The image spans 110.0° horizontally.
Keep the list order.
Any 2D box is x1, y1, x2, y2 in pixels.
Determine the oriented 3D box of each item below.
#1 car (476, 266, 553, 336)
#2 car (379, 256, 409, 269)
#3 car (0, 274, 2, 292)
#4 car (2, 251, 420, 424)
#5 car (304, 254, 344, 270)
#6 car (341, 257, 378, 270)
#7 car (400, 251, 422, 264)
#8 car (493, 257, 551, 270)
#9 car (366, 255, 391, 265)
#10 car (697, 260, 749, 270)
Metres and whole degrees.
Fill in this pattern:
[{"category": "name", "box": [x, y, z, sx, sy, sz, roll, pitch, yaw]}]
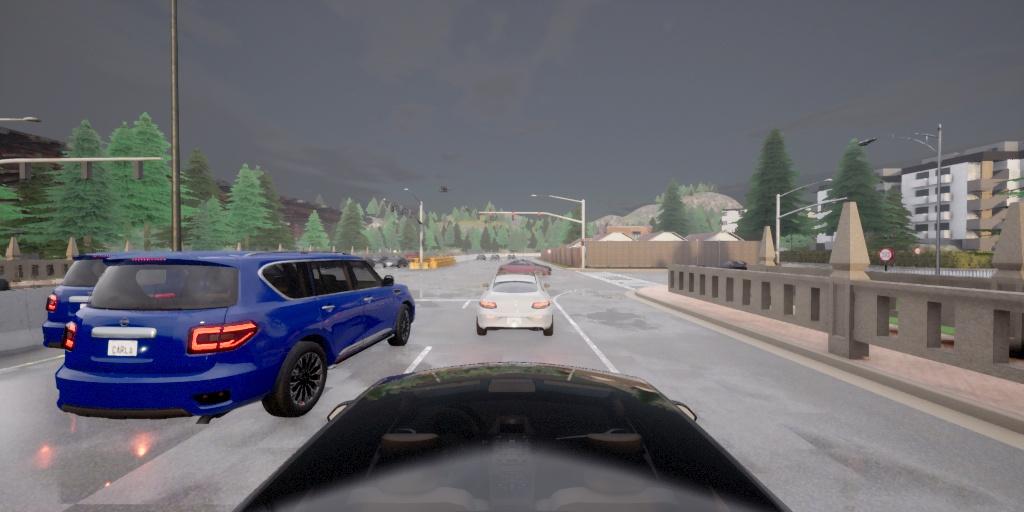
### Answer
[{"category": "car", "box": [0.110, 1.195, 9.993, 1.812, 1.442, 4.674, 0, 1, 2]}, {"category": "car", "box": [-14.014, 0.737, 43.002, 2.128, 1.511, 4.902, 0, 1, -2]}, {"category": "car", "box": [-21.112, 1.132, 12.304, 2.128, 1.511, 4.902, 0, 1, 0]}, {"category": "car", "box": [-3.487, 0.934, 6.073, 2.150, 2.045, 5.566, 0, 1, 4]}, {"category": "car", "box": [-21.141, 0.629, 40.470, 2.097, 1.767, 4.553, 0, 1, 0]}, {"category": "car", "box": [-17.642, 0.808, 41.837, 2.033, 1.411, 5.357, 0, 1, 0]}, {"category": "car", "box": [-17.622, 0.214, 62.732, 2.150, 2.045, 5.566, 0, 1, 0]}, {"category": "car", "box": [0.988, 1.003, 27.945, 4.181, 1.385, 1.994, 0, 1, 14]}, {"category": "car", "box": [-21.139, 0.556, 56.994, 2.128, 1.511, 4.902, 0, 1, 0]}, {"category": "car", "box": [18.037, 1.014, 29.982, 4.718, 1.301, 1.895, 0, 1, 2]}]
